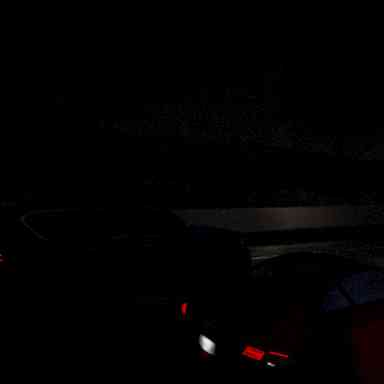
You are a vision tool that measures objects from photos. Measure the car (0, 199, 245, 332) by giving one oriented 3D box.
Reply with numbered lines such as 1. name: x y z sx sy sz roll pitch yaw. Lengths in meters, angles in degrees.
1. car: -1.376 1.174 6.924 5.566 2.045 2.150 0 0 -31

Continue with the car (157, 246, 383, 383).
1. car: 1.889 1.535 4.430 4.181 1.385 1.994 0 0 -30
